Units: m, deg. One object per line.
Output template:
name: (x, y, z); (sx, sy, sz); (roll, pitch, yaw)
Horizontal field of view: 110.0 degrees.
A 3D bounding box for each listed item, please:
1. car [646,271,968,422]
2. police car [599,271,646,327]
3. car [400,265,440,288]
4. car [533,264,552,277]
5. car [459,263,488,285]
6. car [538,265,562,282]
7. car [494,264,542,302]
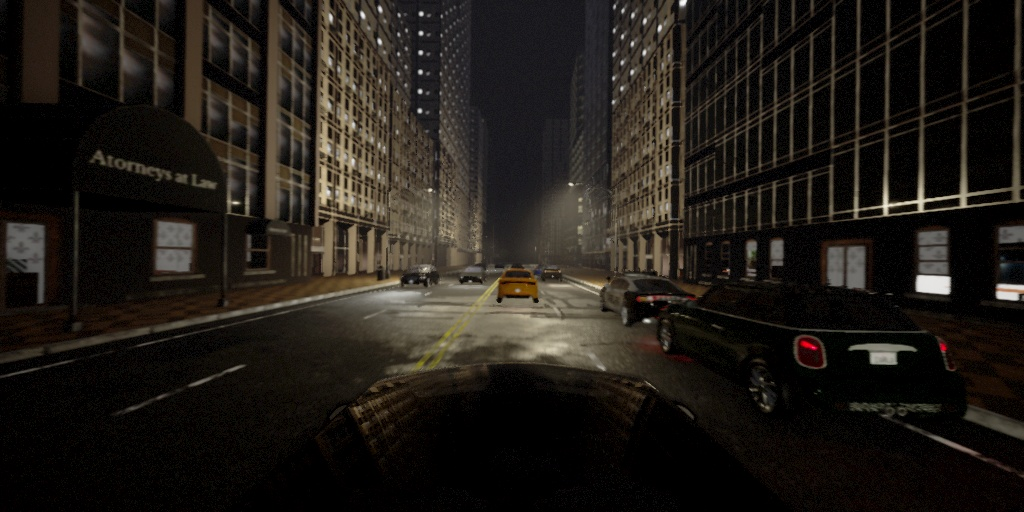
car: (4.263, 1.205, 6.216); (2.097, 1.767, 4.553); (1, -1, 1)
police car: (4.340, 1.338, 12.354); (1.930, 1.638, 5.238); (1, -1, 1)
car: (-6.322, 1.375, 25.095); (2.128, 1.511, 4.902); (1, -1, 1)
car: (3.786, 1.803, 45.160); (1.994, 1.385, 4.181); (1, -1, 1)
car: (-3.024, 1.518, 29.021); (2.033, 1.411, 5.357); (1, -1, 1)
car: (3.666, 1.610, 34.062); (2.128, 1.511, 4.902); (1, -1, 1)
car: (0.288, 1.388, 18.183); (1.882, 1.535, 5.008); (1, -1, 1)
